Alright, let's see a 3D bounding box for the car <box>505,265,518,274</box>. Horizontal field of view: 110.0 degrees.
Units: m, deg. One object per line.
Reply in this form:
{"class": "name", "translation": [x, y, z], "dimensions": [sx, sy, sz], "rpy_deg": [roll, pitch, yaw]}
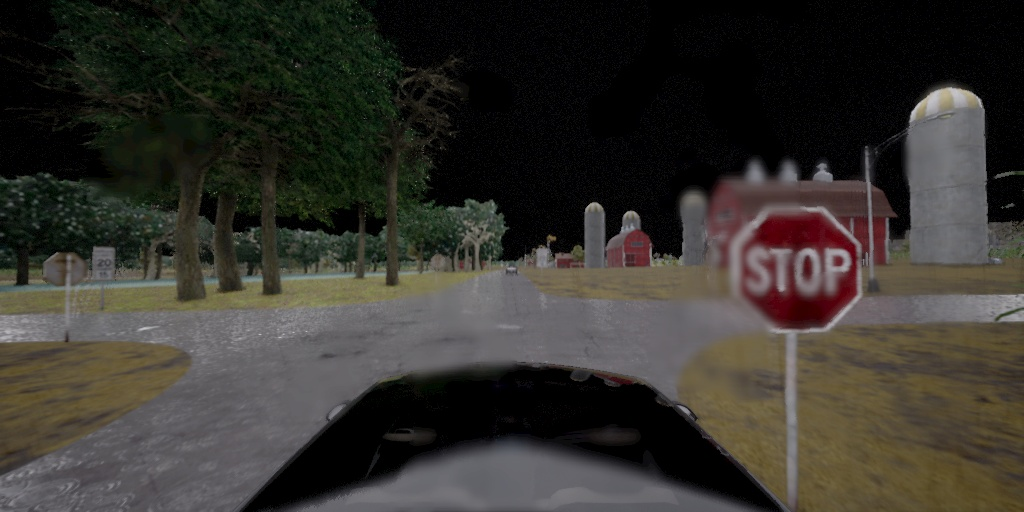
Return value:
{"class": "car", "translation": [-0.042, 2.195, 58.249], "dimensions": [2.128, 1.511, 4.902], "rpy_deg": [0, -1, 0]}
